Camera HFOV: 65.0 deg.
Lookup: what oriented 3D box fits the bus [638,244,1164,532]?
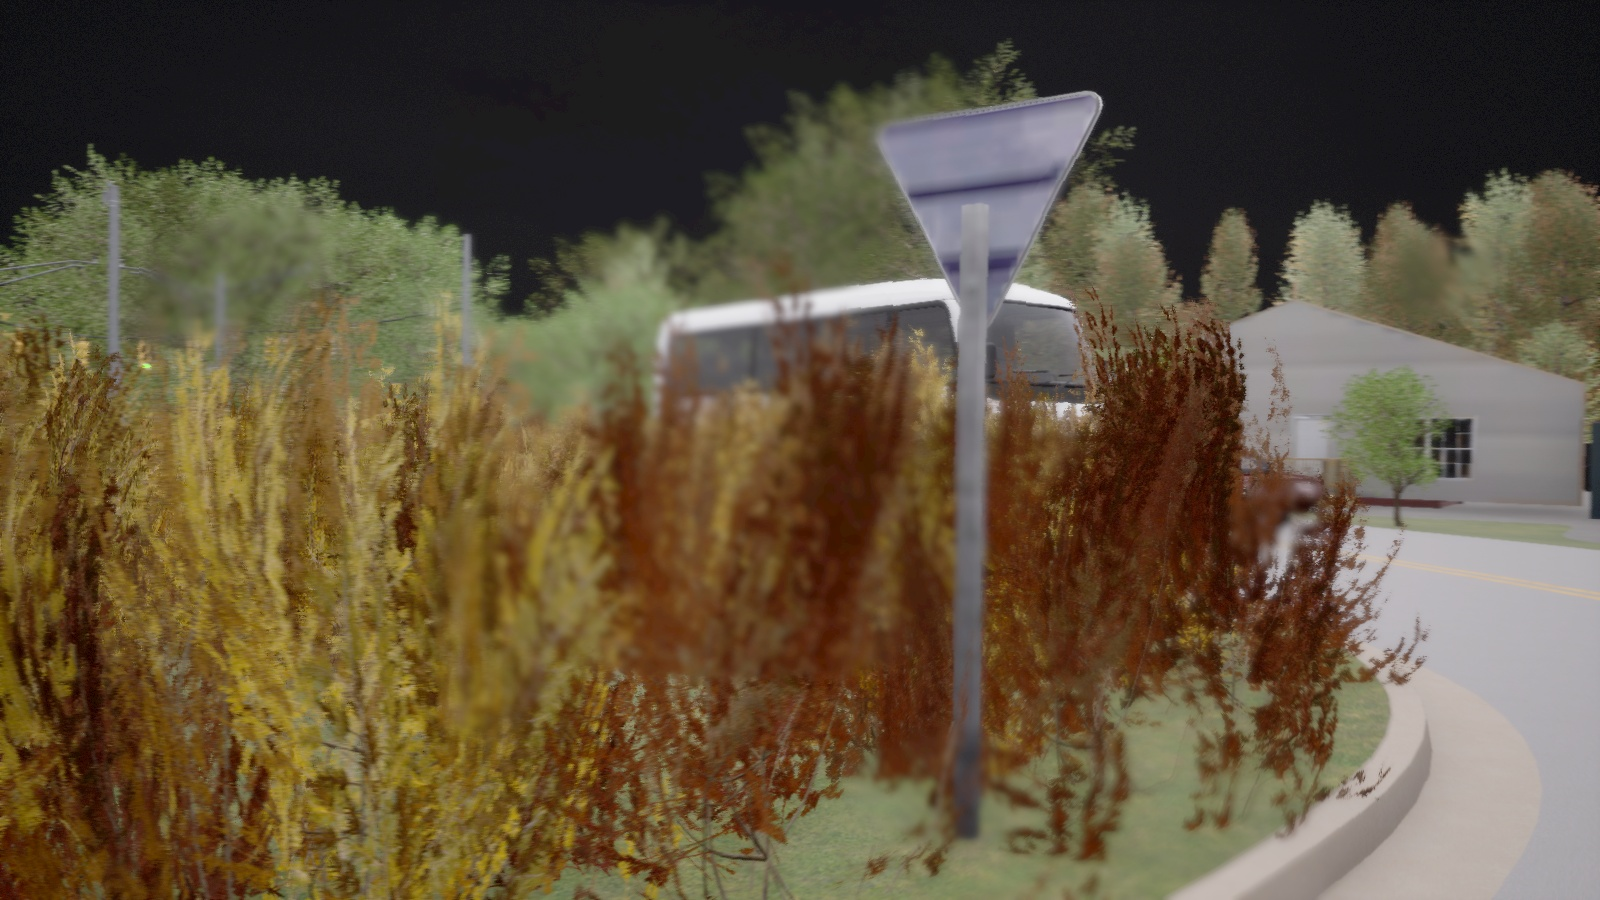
[{"bbox_3d":[1.330,-0.926,23.804,3.944,4.253,10.273,-1,1,-38],"label":"bus"}]
